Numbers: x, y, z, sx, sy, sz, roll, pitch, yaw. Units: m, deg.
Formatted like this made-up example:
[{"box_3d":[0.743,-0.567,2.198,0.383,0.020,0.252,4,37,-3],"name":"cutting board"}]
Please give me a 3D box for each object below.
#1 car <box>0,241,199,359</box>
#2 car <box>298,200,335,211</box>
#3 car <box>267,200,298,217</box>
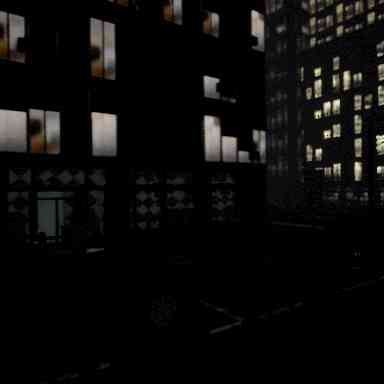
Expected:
[{"box_3d":[-1.991,1.543,5.315,4.507,1.381,1.887,0,-1,-35],"name":"car"},{"box_3d":[12.601,1.236,35.170,1.752,1.417,4.829,-1,1,-35],"name":"car"},{"box_3d":[6.619,1.423,29.206,2.008,1.369,4.403,-1,1,-35],"name":"car"}]
